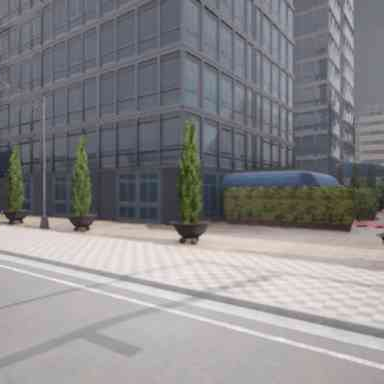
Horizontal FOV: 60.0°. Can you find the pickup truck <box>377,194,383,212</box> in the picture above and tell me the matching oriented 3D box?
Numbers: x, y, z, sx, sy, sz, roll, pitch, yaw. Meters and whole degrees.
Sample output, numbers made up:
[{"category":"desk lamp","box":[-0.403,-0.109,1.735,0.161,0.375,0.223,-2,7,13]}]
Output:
[{"category":"pickup truck","box":[21.775,1.060,35.172,6.274,2.098,2.390,0,0,-24]}]
